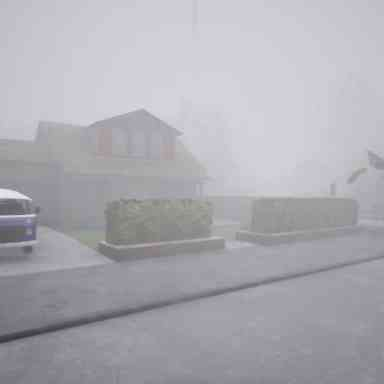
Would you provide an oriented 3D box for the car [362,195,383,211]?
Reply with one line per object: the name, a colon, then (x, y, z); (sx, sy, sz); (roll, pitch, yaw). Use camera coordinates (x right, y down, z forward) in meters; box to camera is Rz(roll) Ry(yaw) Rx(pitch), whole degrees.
car: (22.720, 1.291, 39.936); (3.866, 1.878, 1.905); (0, 0, 0)
